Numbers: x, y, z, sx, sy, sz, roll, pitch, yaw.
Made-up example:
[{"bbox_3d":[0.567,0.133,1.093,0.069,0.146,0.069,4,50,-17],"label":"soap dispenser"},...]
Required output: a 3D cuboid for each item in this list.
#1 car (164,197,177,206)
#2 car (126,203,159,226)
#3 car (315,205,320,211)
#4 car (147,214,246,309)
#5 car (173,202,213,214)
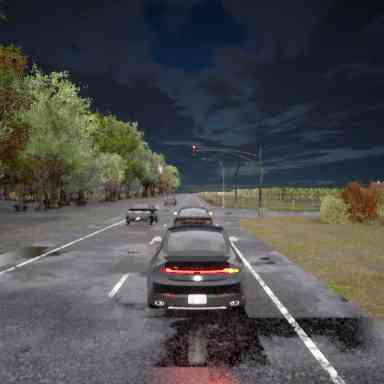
[{"bbox_3d":[-3.530,1.492,55.361,2.128,1.511,4.902,0,0,0],"label":"car"},{"bbox_3d":[-3.457,1.494,23.680,2.128,1.511,4.902,0,0,0],"label":"car"},{"bbox_3d":[17.292,1.748,39.735,4.892,1.490,1.837,1,-1,1],"label":"car"},{"bbox_3d":[0.081,1.506,7.855,1.837,1.490,4.892,0,0,0],"label":"car"},{"bbox_3d":[0.063,1.480,17.100,1.882,1.535,5.008,0,0,0],"label":"car"}]
